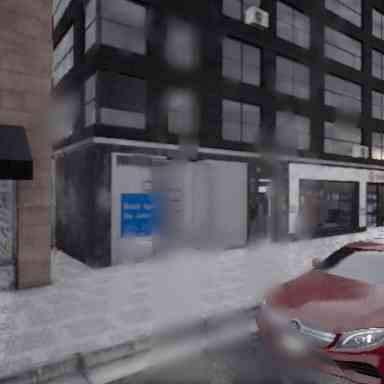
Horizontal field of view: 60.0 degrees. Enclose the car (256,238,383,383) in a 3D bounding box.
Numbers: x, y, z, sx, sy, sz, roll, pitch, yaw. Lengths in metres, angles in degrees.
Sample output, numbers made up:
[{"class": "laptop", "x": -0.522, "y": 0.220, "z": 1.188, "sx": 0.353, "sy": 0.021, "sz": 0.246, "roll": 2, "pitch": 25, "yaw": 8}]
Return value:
[{"class": "car", "x": 3.089, "y": 1.526, "z": 5.269, "sx": 4.674, "sy": 1.442, "sz": 1.812, "roll": 0, "pitch": 0, "yaw": -35}]
